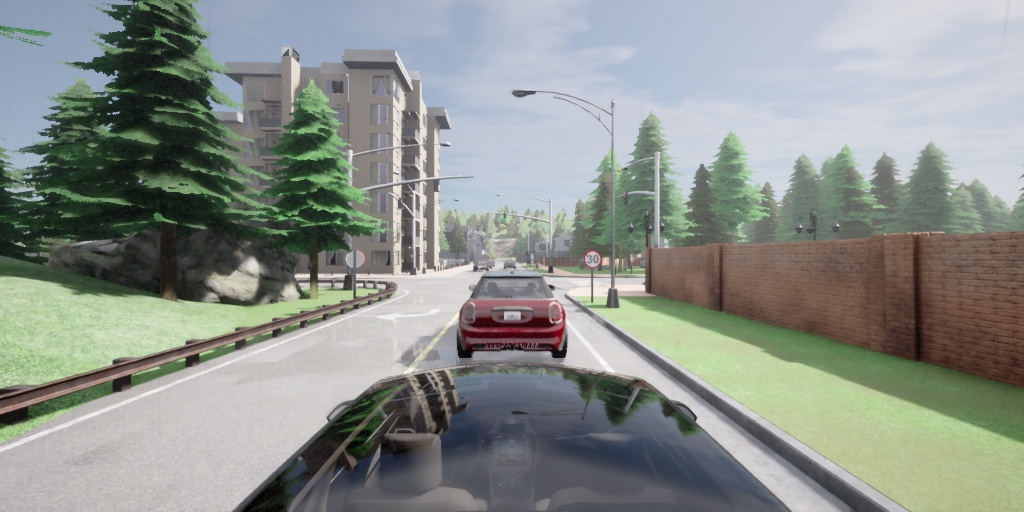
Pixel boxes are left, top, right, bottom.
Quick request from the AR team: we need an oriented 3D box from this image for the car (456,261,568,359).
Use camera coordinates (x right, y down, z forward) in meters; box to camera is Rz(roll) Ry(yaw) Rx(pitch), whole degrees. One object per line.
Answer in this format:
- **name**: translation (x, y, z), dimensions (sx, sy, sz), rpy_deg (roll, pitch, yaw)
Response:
- **car**: translation (0.004, 1.101, 8.588), dimensions (2.097, 1.767, 4.553), rpy_deg (0, 0, 0)

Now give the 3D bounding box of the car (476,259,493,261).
- **car**: translation (-3.982, 1.241, 46.675), dimensions (2.128, 1.511, 4.902), rpy_deg (0, 0, -1)
